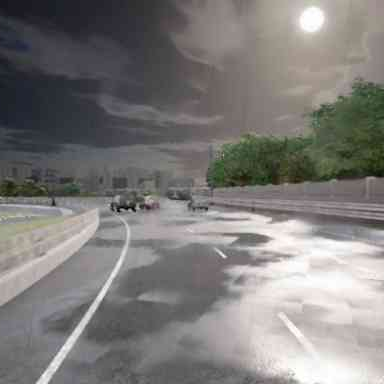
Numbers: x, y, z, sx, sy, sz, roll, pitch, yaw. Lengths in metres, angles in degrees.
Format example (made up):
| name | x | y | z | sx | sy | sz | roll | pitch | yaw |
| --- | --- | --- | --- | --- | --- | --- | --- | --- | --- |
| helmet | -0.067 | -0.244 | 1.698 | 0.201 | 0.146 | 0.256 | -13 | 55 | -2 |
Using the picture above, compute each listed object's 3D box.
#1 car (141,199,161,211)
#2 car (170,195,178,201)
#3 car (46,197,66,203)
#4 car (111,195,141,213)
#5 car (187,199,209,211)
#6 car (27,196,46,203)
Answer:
| name | x | y | z | sx | sy | sz | roll | pitch | yaw |
| --- | --- | --- | --- | --- | --- | --- | --- | --- | --- |
| car | -5.268 | 1.589 | 41.544 | 1.812 | 1.442 | 4.674 | -1 | 0 | -24 |
| car | -5.002 | 1.701 | 93.252 | 1.837 | 1.490 | 4.892 | -1 | -2 | 1 |
| car | -31.347 | 1.908 | 77.913 | 4.902 | 1.511 | 2.128 | -1 | 0 | 42 |
| car | -8.179 | 1.325 | 39.493 | 2.150 | 2.045 | 5.566 | -1 | 0 | -24 |
| car | 0.643 | 1.539 | 40.175 | 2.033 | 1.411 | 5.357 | -1 | 0 | -10 |
| car | -35.206 | 1.785 | 76.639 | 4.553 | 1.767 | 2.097 | -1 | 0 | 39 |
